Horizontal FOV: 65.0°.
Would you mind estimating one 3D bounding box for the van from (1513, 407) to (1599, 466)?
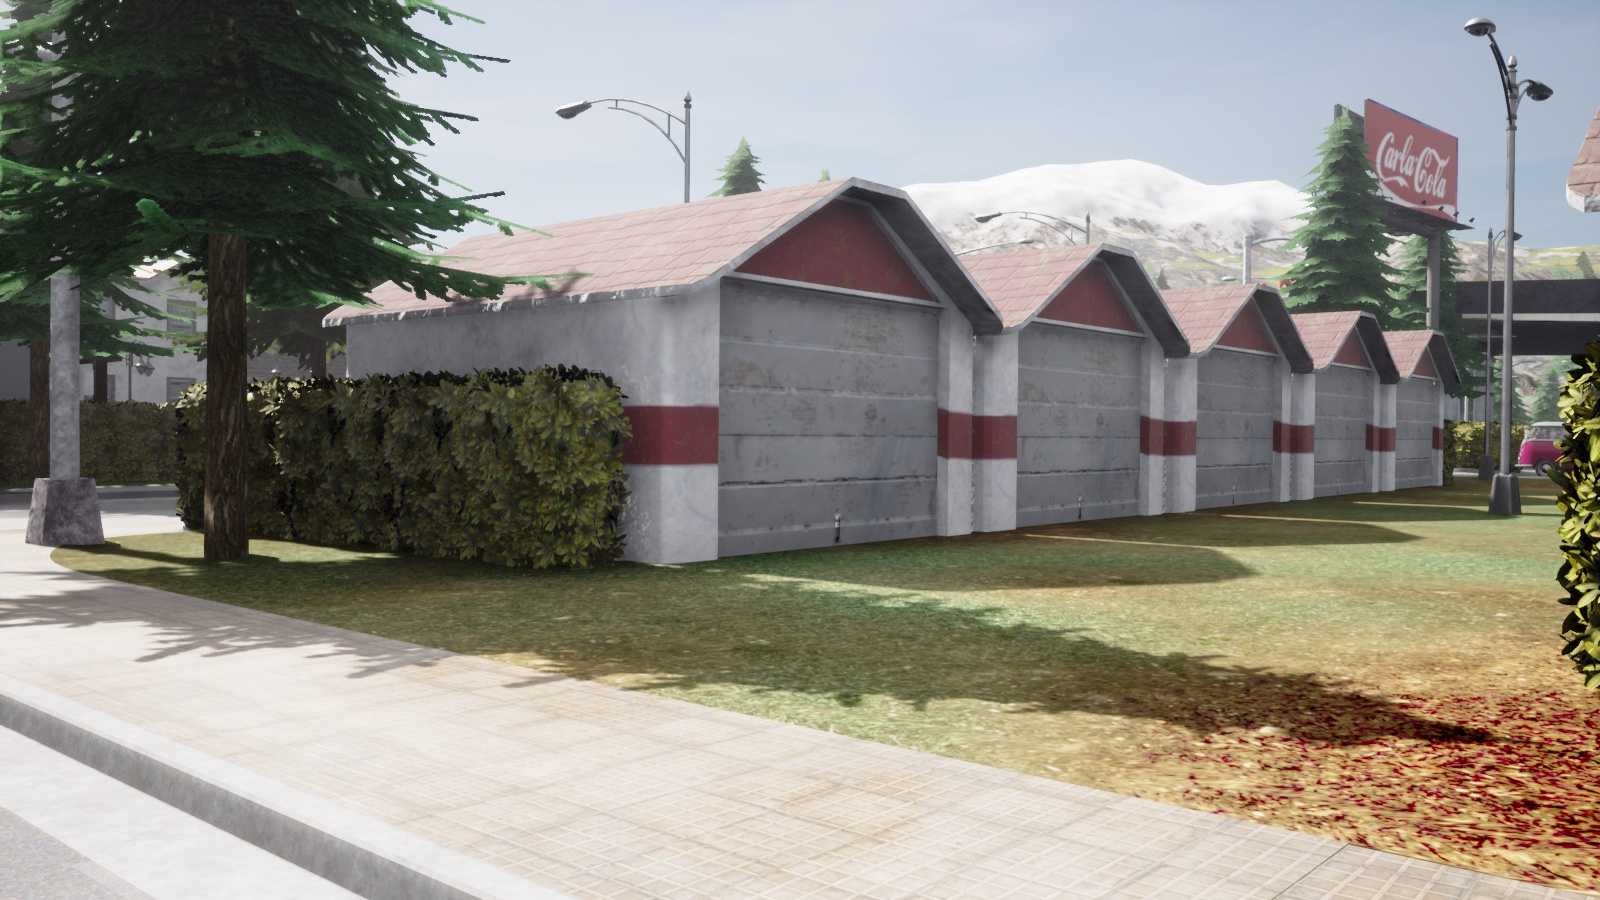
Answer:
[{"bbox_3d":[27.249,-0.453,43.202,4.442,1.987,1.775,1,1,40],"label":"van"}]
